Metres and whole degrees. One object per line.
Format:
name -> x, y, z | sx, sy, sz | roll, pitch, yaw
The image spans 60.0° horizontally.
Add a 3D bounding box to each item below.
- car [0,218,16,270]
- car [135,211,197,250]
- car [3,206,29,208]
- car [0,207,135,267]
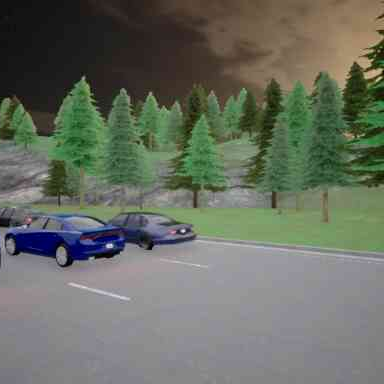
car -> -6.952, 1.504, 8.926 | 4.892, 1.490, 1.837 | 0, 0, 36
car -> -2.377, 1.547, 14.261 | 5.357, 1.411, 2.033 | 0, 0, 35
car -> -10.605, 1.547, 20.066 | 5.357, 1.411, 2.033 | 0, 0, 35
car -> -4.499, 1.477, 11.474 | 5.008, 1.535, 1.882 | 0, 0, 36
